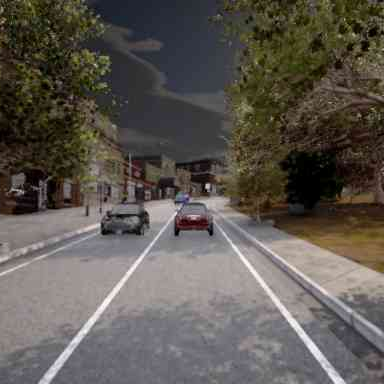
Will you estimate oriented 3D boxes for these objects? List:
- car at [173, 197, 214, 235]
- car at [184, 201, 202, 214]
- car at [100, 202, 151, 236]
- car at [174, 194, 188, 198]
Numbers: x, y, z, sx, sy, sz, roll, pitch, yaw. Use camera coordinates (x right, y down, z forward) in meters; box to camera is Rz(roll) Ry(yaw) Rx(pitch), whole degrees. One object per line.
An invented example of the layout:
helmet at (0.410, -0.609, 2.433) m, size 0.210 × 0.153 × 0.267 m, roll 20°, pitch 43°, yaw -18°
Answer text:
car at (0.098, 1.391, 19.366) m, size 2.097 × 1.767 × 4.553 m, roll 0°, pitch 0°, yaw 0°
car at (0.114, 1.675, 36.752) m, size 1.895 × 1.301 × 4.718 m, roll 0°, pitch 0°, yaw 0°
car at (-3.599, 1.389, 18.609) m, size 2.097 × 1.767 × 4.553 m, roll 0°, pitch 0°, yaw 0°
car at (-1.847, 1.361, 60.245) m, size 2.150 × 2.045 × 5.566 m, roll -1°, pitch 0°, yaw 9°
